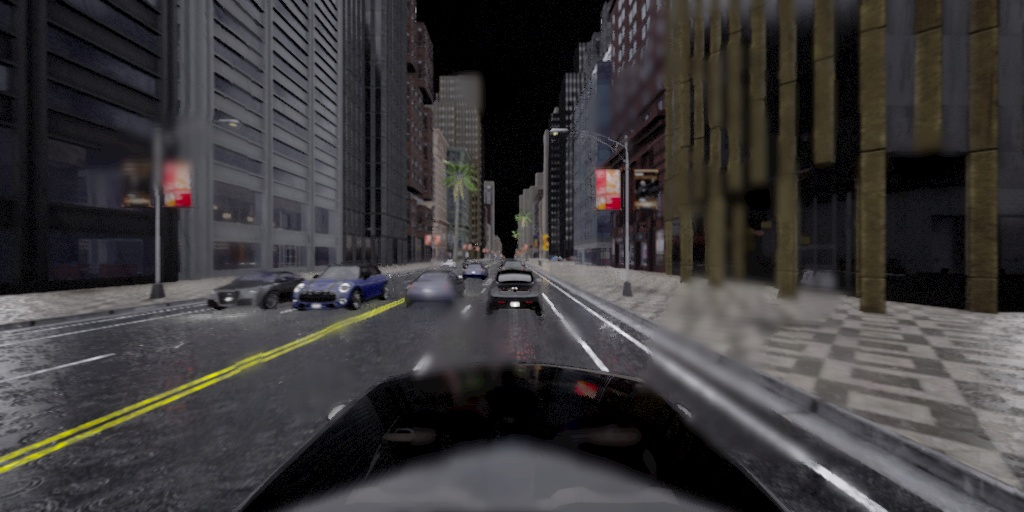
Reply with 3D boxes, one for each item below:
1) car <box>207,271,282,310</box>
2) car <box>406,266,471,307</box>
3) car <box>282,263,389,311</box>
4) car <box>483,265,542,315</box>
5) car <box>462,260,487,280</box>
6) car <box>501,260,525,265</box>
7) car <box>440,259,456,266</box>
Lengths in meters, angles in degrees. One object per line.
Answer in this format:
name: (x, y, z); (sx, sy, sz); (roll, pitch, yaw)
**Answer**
car: (-9.855, 1.312, 14.489); (1.994, 1.385, 4.181); (0, 0, 0)
car: (-3.155, 1.312, 15.601); (1.994, 1.385, 4.181); (0, 0, 0)
car: (-6.605, 1.100, 14.341); (2.097, 1.767, 4.553); (0, 0, 0)
car: (0.095, 1.254, 13.597); (1.837, 1.490, 4.892); (0, 0, 0)
car: (-3.161, 1.311, 31.521); (1.994, 1.385, 4.181); (0, 0, 0)
car: (0.090, 1.099, 30.663); (2.097, 1.767, 4.553); (0, 0, 0)
car: (-9.833, 1.271, 55.826); (1.812, 1.442, 4.674); (0, 0, 0)
